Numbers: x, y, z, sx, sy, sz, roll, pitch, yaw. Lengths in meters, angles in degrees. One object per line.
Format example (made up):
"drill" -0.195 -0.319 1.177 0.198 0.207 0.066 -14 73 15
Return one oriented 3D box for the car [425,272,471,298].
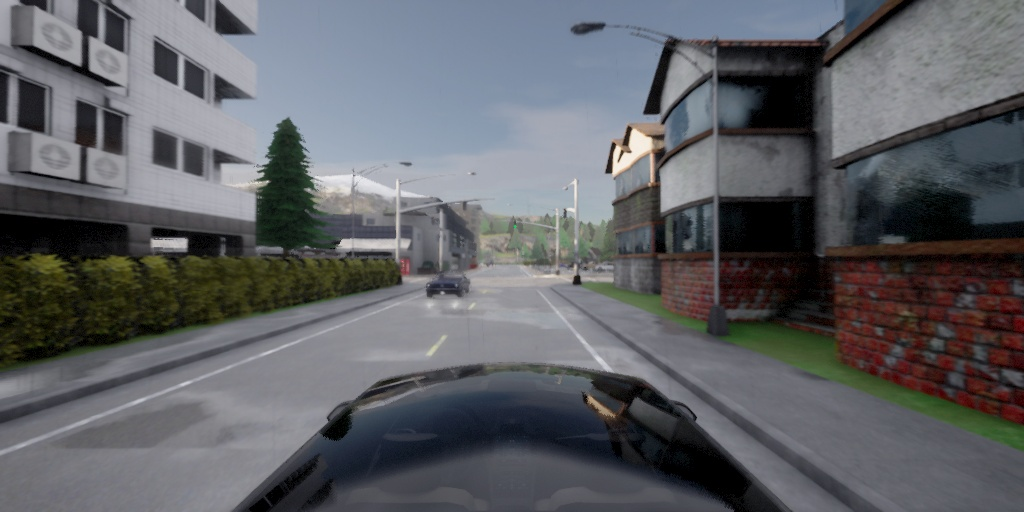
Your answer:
"car" -3.535 1.614 20.485 1.895 1.301 4.718 0 -1 0
